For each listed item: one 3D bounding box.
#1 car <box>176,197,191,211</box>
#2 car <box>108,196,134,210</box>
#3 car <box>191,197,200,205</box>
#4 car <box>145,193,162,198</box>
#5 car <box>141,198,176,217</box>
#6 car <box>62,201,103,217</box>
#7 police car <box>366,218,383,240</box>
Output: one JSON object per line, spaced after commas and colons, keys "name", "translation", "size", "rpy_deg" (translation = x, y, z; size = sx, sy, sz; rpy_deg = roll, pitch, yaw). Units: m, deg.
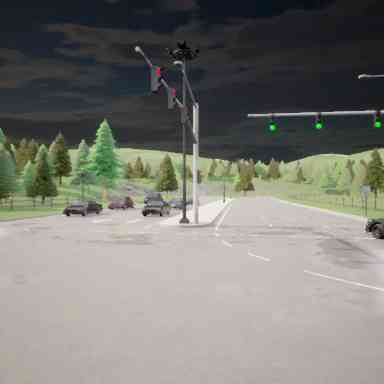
{"name": "car", "translation": [-1.944, 1.489, 41.687], "size": [2.128, 1.511, 4.902], "rpy_deg": [0, 0, 9]}
{"name": "car", "translation": [-8.952, 1.350, 42.141], "size": [2.097, 1.767, 4.553], "rpy_deg": [0, 0, 8]}
{"name": "car", "translation": [0.059, 1.523, 55.870], "size": [1.812, 1.442, 4.674], "rpy_deg": [0, 0, 8]}
{"name": "car", "translation": [-6.712, 1.220, 57.977], "size": [2.150, 2.045, 5.566], "rpy_deg": [0, 0, 8]}
{"name": "car", "translation": [-3.300, 1.546, 32.030], "size": [2.033, 1.411, 5.357], "rpy_deg": [0, 0, 8]}
{"name": "car", "translation": [-10.357, 1.546, 32.101], "size": [2.033, 1.411, 5.357], "rpy_deg": [0, 0, 8]}
{"name": "police car", "translation": [10.061, 1.491, 14.425], "size": [2.038, 1.542, 4.974], "rpy_deg": [3, 0, -21]}
